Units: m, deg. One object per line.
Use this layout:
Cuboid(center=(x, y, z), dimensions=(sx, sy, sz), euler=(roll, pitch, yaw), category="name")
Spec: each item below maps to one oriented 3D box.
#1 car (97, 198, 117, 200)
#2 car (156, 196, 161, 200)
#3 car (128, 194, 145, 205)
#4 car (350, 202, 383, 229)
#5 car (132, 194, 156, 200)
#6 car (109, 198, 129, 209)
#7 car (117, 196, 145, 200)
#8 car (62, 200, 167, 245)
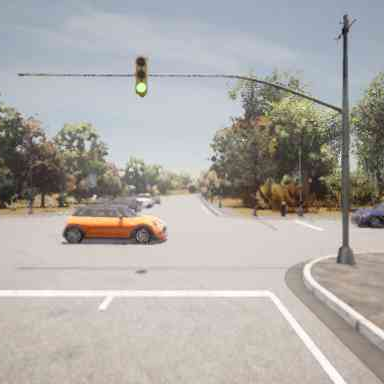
Cuboid(center=(-10.596, 1.577, 39.171), dimensions=(1.837, 1.490, 4.892), euler=(0, 0, 0), category="car")
Cuboid(center=(-7.009, 1.609, 63.783), dimensions=(2.128, 1.511, 4.902), euler=(0, 0, 0), category="car")
Cuboid(center=(-10.504, 1.340, 63.326), dimensions=(2.150, 2.045, 5.566), euler=(0, 0, 0), category="car")
Cuboid(center=(12.787, 1.392, 21.497), dimensions=(4.553, 1.767, 2.097), euler=(0, 0, 3), category="car")
Cuboid(center=(-7.082, 1.307, 48.742), dimensions=(2.150, 2.045, 5.566), euler=(0, 0, 1), category="car")
Cuboid(center=(-10.586, 1.594, 48.579), dimensions=(1.837, 1.490, 4.892), euler=(0, 0, 0), category="car")
Cuboid(center=(-7.096, 1.577, 38.907), dimensions=(1.837, 1.490, 4.892), euler=(0, 0, 0), category="car")
Cuboid(center=(-3.449, 1.379, 15.327), dimensions=(4.553, 1.767, 2.097), euler=(0, 0, 3), category="car")
